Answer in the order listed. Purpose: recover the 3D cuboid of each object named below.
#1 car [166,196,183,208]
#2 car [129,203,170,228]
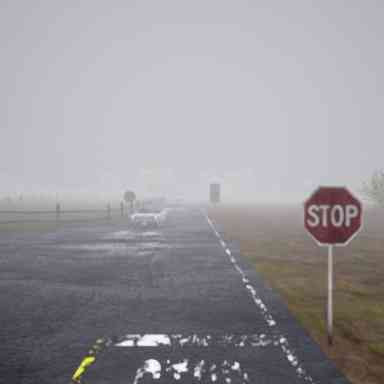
[{"bbox_3d":[-2.811,1.650,49.091,1.994,1.385,4.181,0,1,0],"label":"car"},{"bbox_3d":[-2.854,1.638,22.637,1.895,1.301,4.718,0,0,2],"label":"car"}]
